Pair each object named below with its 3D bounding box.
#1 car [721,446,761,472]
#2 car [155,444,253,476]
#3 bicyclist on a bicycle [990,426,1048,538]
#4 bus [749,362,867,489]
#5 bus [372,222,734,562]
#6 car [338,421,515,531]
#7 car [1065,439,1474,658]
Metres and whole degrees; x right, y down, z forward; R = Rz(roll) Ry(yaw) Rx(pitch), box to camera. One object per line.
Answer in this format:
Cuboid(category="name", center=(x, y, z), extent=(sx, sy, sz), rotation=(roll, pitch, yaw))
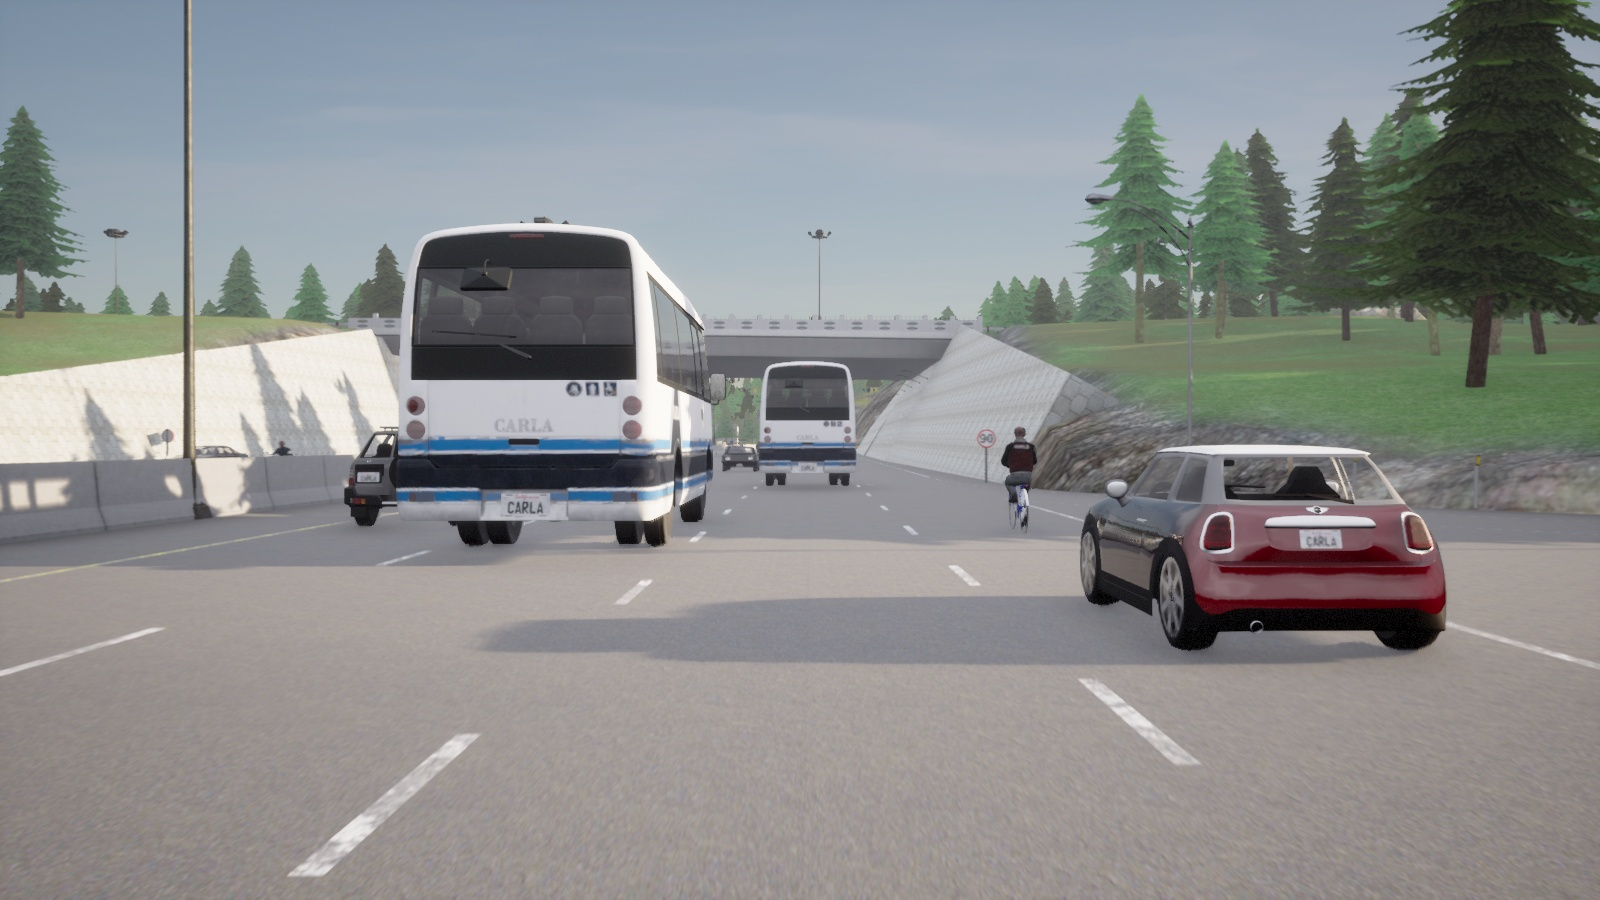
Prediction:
Cuboid(category="car", center=(-3.102, 0.466, 67.167), extent=(1.895, 1.301, 4.718), rotation=(0, 0, 0))
Cuboid(category="car", center=(-27.652, 0.442, 58.479), extent=(2.033, 1.411, 5.357), rotation=(0, 0, 0))
Cuboid(category="bicyclist on a bicycle", center=(3.635, 0.502, 20.954), extent=(0.659, 1.776, 1.843), rotation=(0, 1, 0))
Cuboid(category="bus", center=(0.285, -0.896, 47.205), extent=(3.944, 4.253, 10.273), rotation=(0, 1, 0))
Cuboid(category="bus", center=(-3.365, -0.750, 20.867), extent=(3.944, 4.253, 10.273), rotation=(0, 0, 0))
Cuboid(category="car", center=(-6.850, 0.425, 23.593), extent=(1.932, 1.855, 4.605), rotation=(0, 0, 0))
Cuboid(category="car", center=(3.574, 0.656, 10.383), extent=(1.970, 1.475, 3.806), rotation=(0, 0, 0))
